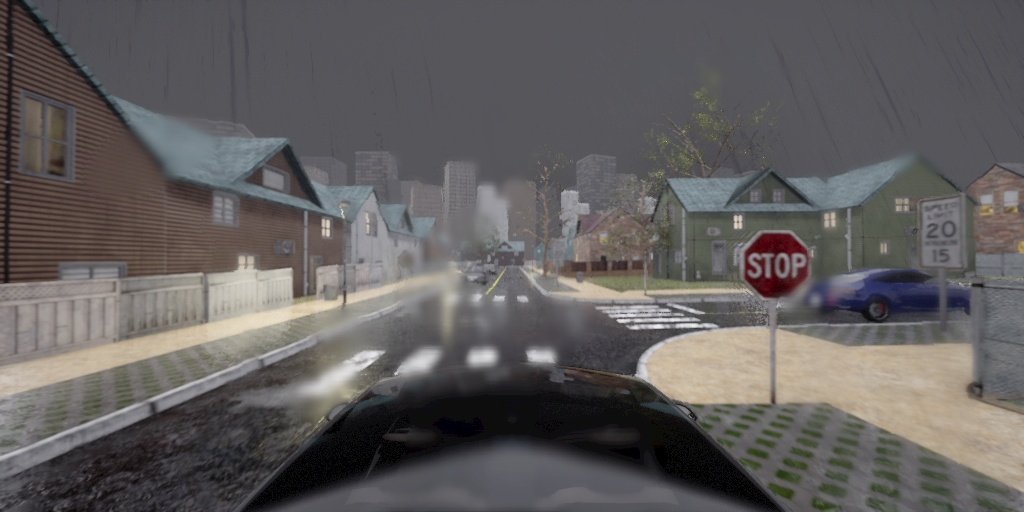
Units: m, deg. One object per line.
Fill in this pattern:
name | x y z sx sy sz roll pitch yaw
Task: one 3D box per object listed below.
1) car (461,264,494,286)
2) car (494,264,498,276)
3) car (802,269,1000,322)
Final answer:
car | -2.868 1.524 28.577 2.128 1.511 4.902 0 0 0
car | -2.875 1.715 45.106 1.837 1.490 4.892 0 0 0
car | 11.496 1.104 10.837 4.674 1.442 1.812 -2 -1 1
